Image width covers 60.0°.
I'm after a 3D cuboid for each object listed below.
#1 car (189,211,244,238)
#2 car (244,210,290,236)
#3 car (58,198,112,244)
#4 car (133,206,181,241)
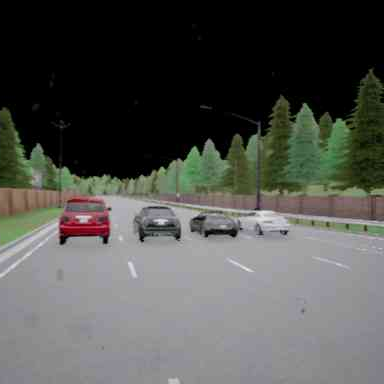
[{"bbox_3d":[1.152,1.836,19.728,1.994,1.385,4.181,1,-1,-15],"label":"car"},{"bbox_3d":[4.407,1.881,21.074,1.812,1.442,4.674,1,-1,-15],"label":"car"},{"bbox_3d":[-5.242,1.324,16.579,2.150,2.045,5.566,1,-1,-15],"label":"car"},{"bbox_3d":[-2.025,1.539,18.071,2.097,1.767,4.553,1,-1,-15],"label":"car"}]
